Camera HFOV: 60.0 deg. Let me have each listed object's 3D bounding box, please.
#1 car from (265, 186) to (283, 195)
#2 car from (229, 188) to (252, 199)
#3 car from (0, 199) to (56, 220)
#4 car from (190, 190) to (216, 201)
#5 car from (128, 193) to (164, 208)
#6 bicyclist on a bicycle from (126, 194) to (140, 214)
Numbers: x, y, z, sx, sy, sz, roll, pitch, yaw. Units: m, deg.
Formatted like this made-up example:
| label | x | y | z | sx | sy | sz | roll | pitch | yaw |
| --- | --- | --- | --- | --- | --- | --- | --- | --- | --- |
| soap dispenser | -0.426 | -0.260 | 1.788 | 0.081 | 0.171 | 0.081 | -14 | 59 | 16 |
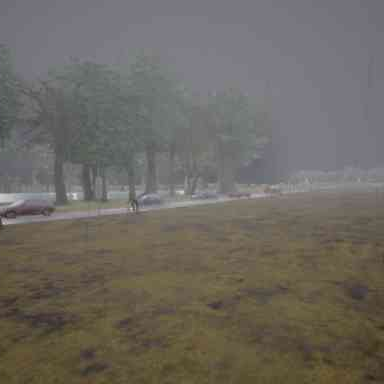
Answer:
| label | x | y | z | sx | sy | sz | roll | pitch | yaw |
| --- | --- | --- | --- | --- | --- | --- | --- | --- | --- |
| car | 14.957 | -0.365 | 60.835 | 1.882 | 1.535 | 5.008 | -1 | 2 | 35 |
| car | 7.302 | 0.172 | 50.007 | 2.128 | 1.511 | 4.902 | -1 | 2 | 35 |
| car | -13.143 | 1.301 | 26.232 | 1.812 | 1.442 | 4.674 | -1 | 1 | 35 |
| car | 1.600 | 0.446 | 47.019 | 2.128 | 1.511 | 4.902 | -1 | 2 | 36 |
| car | -5.124 | 0.913 | 37.547 | 1.812 | 1.442 | 4.674 | -1 | 1 | 35 |
| bicyclist on a bicycle | -4.909 | 0.996 | 27.507 | 1.656 | 1.620 | 0.582 | -1 | 1 | 35 |
